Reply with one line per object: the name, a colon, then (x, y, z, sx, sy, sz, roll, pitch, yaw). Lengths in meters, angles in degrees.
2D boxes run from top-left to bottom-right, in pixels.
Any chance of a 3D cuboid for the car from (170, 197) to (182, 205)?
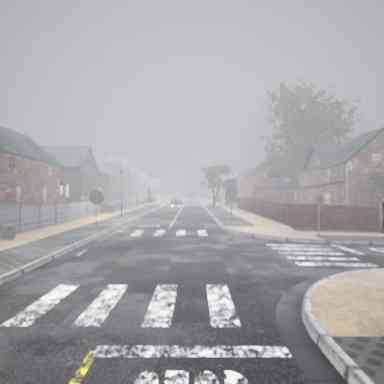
car: (-2.844, 1.629, 60.523, 1.994, 1.385, 4.181, 0, 0, 0)
